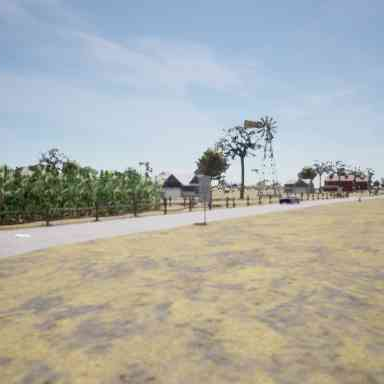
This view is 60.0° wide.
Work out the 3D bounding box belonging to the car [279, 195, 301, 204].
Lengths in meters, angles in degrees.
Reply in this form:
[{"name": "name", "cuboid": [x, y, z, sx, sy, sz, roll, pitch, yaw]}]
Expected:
[{"name": "car", "cuboid": [14.578, 1.142, 49.363, 1.895, 1.301, 4.718, 0, 0, 35]}]
